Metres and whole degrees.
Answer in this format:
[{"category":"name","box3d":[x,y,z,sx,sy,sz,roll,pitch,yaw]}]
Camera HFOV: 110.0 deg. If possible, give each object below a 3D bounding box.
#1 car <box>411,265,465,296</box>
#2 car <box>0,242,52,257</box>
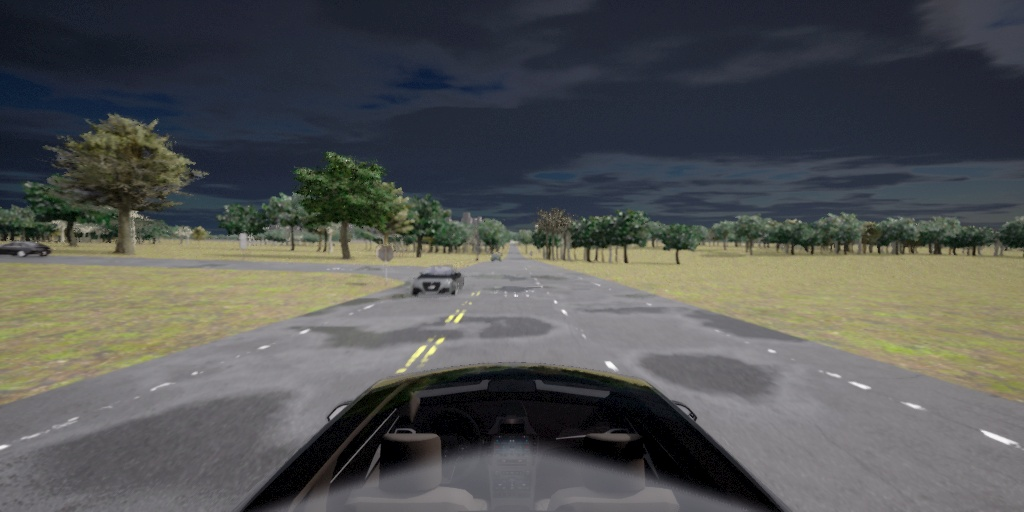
[{"category":"car","box3d":[-3.501,1.144,17.570,1.994,1.385,4.181,0,1,0]},{"category":"car","box3d":[-48.945,-0.671,35.662,4.892,1.490,1.837,2,2,0]}]
